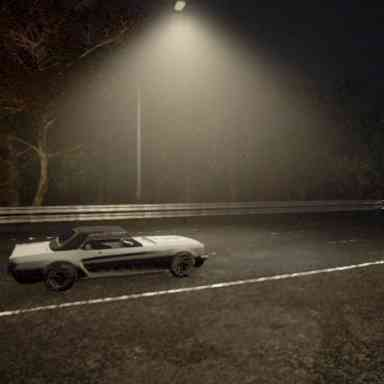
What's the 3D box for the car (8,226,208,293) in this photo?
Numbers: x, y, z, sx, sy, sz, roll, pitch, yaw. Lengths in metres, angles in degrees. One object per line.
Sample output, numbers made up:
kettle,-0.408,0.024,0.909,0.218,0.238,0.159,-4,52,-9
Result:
car,-1.997,1.543,8.574,4.718,1.301,1.895,0,0,-24
